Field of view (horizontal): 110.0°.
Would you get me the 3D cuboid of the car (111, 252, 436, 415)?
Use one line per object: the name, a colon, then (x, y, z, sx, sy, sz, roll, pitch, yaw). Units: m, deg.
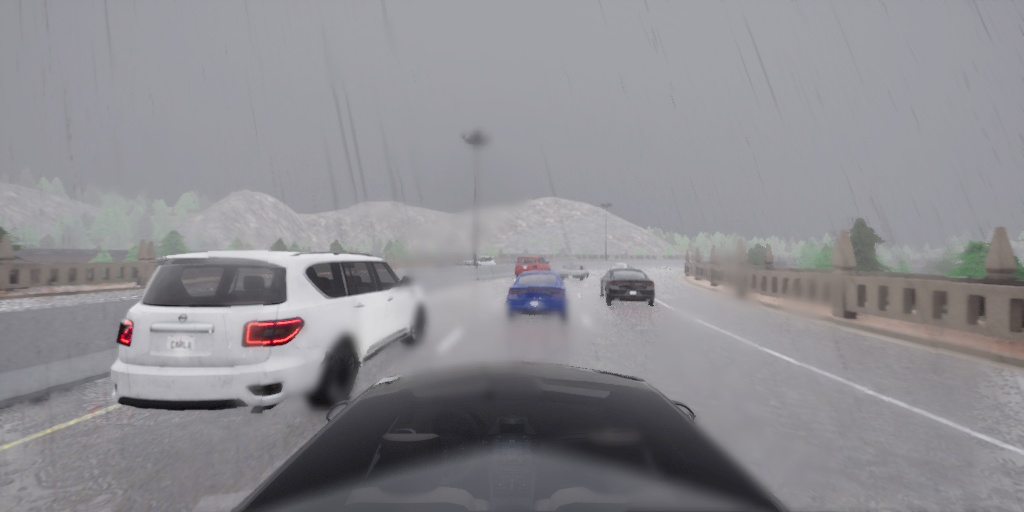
car: (-3.173, 0.964, 6.254, 2.150, 2.045, 5.566, 0, 0, 3)

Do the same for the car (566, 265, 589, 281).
car: (5.627, 1.433, 31.716, 1.895, 1.301, 4.718, 0, 0, 20)

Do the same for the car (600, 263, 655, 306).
car: (5.096, 1.279, 16.287, 1.882, 1.535, 5.008, 0, 0, 10)

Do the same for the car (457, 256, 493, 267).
car: (-4.140, 1.029, 45.072, 2.150, 2.045, 5.566, 0, 0, 26)

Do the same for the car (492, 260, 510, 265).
car: (-0.160, 1.333, 45.180, 1.837, 1.490, 4.892, 0, 0, 26)

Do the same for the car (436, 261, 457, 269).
car: (-8.017, 1.352, 44.848, 1.994, 1.385, 4.181, 0, 0, 24)

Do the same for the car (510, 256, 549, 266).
car: (1.935, 1.035, 31.725, 2.150, 2.045, 5.566, 0, 0, 19)

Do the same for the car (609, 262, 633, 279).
car: (10.546, 1.387, 34.603, 1.812, 1.442, 4.674, 0, 0, 22)

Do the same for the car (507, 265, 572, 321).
car: (1.004, 1.253, 12.785, 1.882, 1.535, 5.008, 0, 0, 7)
